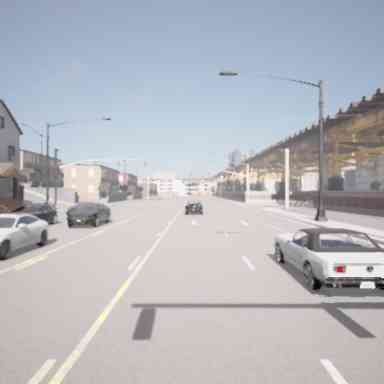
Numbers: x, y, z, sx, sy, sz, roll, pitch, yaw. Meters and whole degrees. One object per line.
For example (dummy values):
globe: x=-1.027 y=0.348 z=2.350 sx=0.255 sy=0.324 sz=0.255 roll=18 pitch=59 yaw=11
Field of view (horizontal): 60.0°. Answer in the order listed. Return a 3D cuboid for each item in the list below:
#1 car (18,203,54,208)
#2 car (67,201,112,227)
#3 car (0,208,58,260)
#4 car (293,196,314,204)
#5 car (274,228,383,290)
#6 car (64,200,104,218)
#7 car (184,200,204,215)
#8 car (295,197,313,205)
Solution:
car: x=-10.489 y=1.531 z=21.919 sx=1.837 sy=1.490 sz=4.892 roll=0 pitch=0 yaw=0
car: x=-6.985 y=1.510 z=23.047 sx=1.882 sy=1.535 sz=5.008 roll=0 pitch=0 yaw=0
car: x=-7.032 y=1.539 z=12.570 sx=1.812 sy=1.442 sz=4.674 roll=0 pitch=0 yaw=0
car: x=19.737 y=1.427 z=58.816 sx=1.853 sy=1.218 sz=4.536 roll=0 pitch=0 yaw=44
car: x=3.631 y=1.622 z=9.057 sx=1.895 sy=1.301 sz=4.718 roll=0 pitch=0 yaw=0
car: x=-10.398 y=1.592 z=32.476 sx=2.033 sy=1.411 sz=5.357 roll=0 pitch=0 yaw=1
car: x=0.219 y=1.555 z=34.916 sx=2.128 sy=1.511 sz=4.902 roll=0 pitch=0 yaw=1
car: x=19.722 y=1.419 z=54.129 sx=1.853 sy=1.218 sz=4.536 roll=0 pitch=0 yaw=-36
